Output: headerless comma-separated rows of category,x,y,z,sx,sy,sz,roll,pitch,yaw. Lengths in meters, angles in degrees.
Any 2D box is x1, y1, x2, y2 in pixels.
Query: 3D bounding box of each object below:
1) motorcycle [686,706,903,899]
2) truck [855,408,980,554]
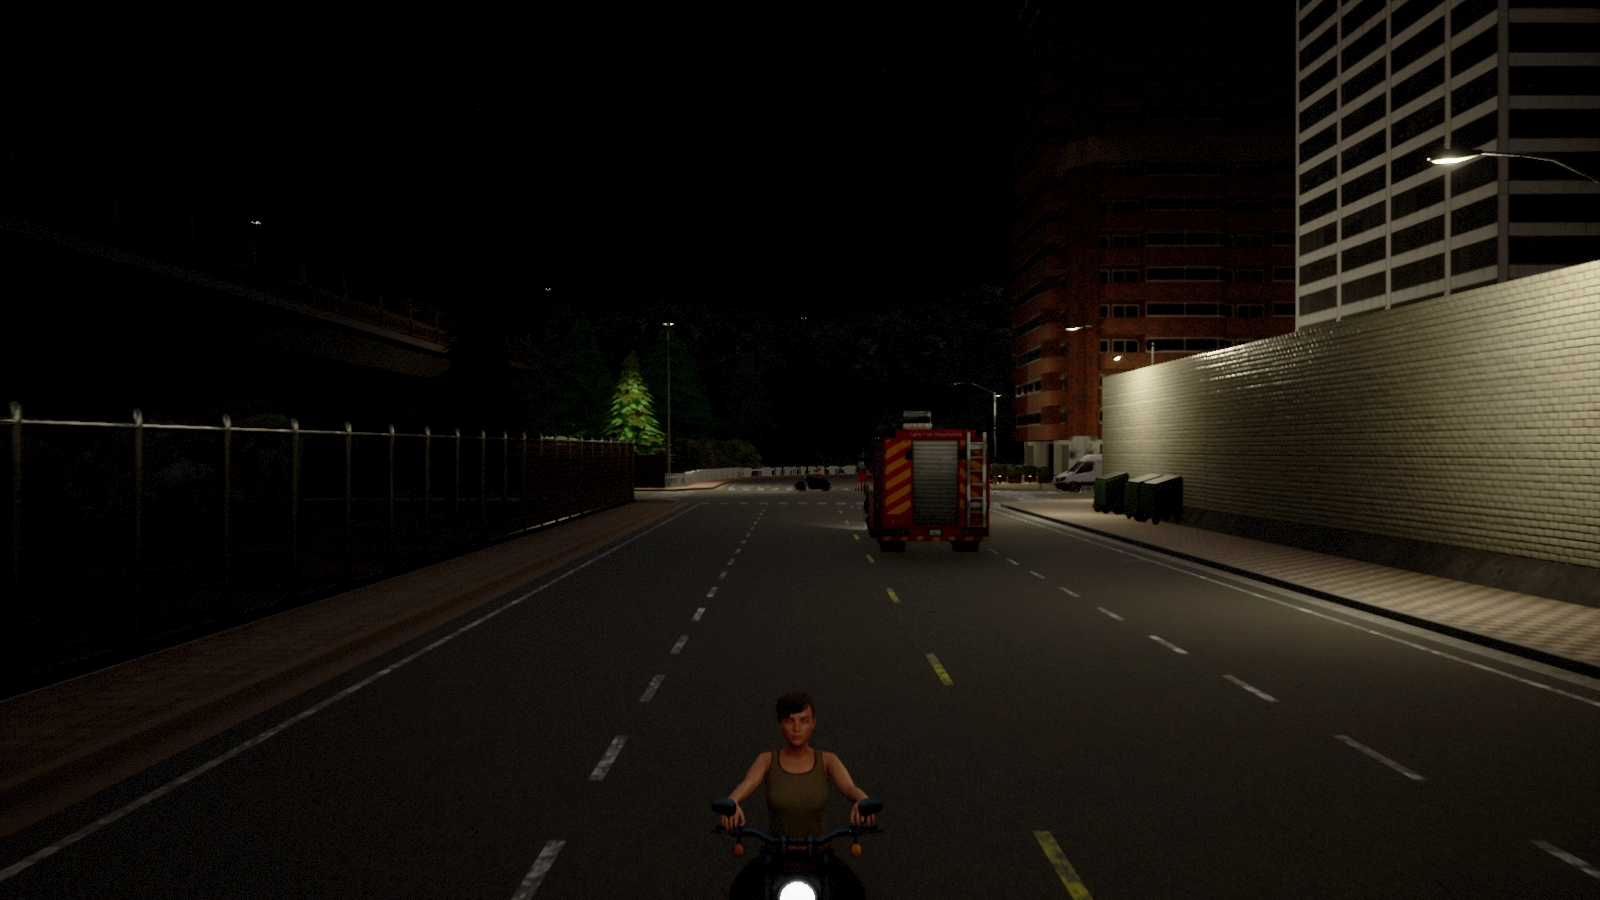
motorcycle,-0.022,2.094,5.217,0.764,1.307,2.356,0,0,0
truck,3.296,0.808,34.256,2.891,3.827,8.468,0,0,0
